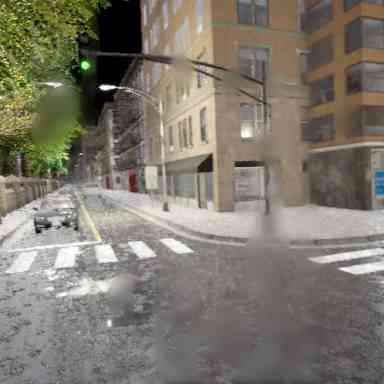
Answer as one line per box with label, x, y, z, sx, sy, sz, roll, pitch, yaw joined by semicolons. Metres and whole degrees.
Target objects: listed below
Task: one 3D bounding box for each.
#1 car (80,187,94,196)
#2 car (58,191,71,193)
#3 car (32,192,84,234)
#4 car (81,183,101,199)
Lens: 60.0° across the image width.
car;-17.637;-0.131;55.754;1.895;1.301;4.718;-3;3;-20
car;-10.117;0.869;25.965;1.895;1.301;4.718;-3;3;-20
car;-6.664;1.034;16.492;2.128;1.511;4.902;-3;3;-20
car;-13.241;-0.170;43.860;2.150;2.045;5.566;-3;2;-20
